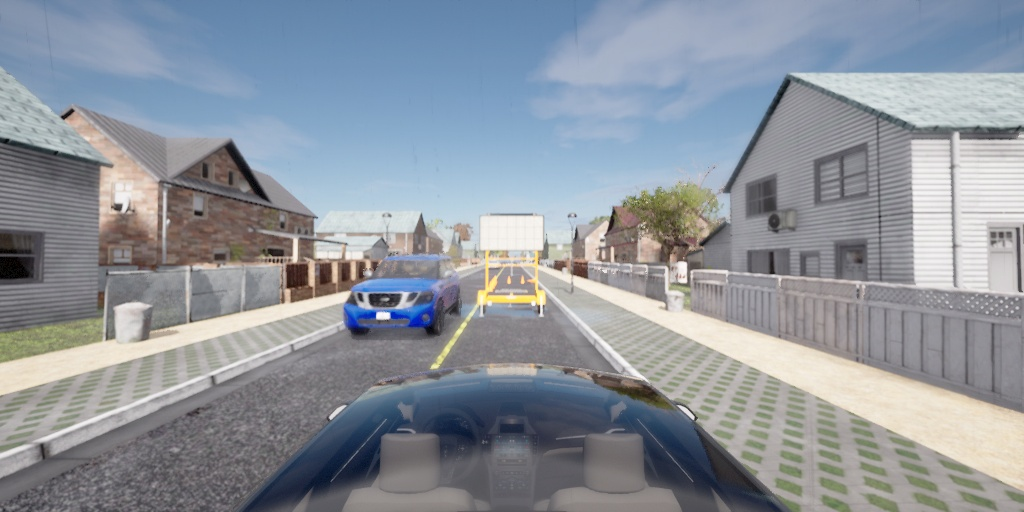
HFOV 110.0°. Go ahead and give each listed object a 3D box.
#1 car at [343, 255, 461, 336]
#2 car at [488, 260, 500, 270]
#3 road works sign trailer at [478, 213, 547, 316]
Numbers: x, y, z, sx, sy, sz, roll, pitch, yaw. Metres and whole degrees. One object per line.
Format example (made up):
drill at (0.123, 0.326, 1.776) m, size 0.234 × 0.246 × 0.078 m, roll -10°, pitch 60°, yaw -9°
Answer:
car at (-2.868, 0.972, 10.719) m, size 2.150 × 2.045 × 5.566 m, roll 0°, pitch 0°, yaw 0°
car at (-2.935, 1.361, 54.365) m, size 1.812 × 1.442 × 4.674 m, roll 0°, pitch 0°, yaw 0°
road works sign trailer at (-0.010, 0.216, 13.331) m, size 2.380 × 3.560 × 2.880 m, roll 0°, pitch 0°, yaw 0°
